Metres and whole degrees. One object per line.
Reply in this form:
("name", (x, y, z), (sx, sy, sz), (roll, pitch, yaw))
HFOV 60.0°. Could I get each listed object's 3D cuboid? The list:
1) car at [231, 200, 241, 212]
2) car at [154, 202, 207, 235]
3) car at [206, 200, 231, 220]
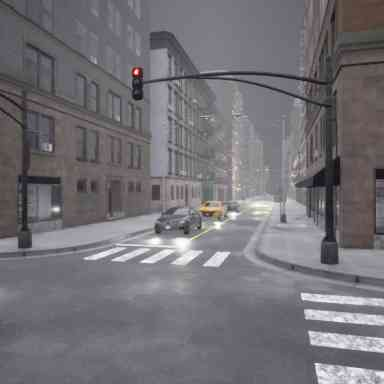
("car", (4.478, 1.619, 38.735), (1.994, 1.385, 4.181), (0, 0, 16))
("car", (-0.653, 1.560, 19.434), (1.812, 1.442, 4.674), (0, 0, 15))
("car", (1.856, 1.522, 28.902), (1.882, 1.535, 5.008), (0, 0, 15))
